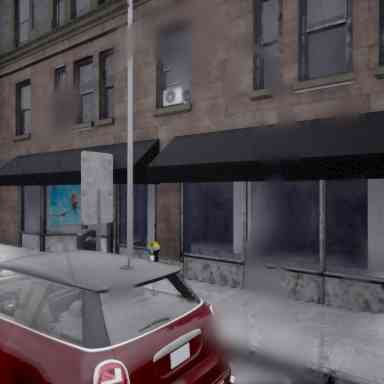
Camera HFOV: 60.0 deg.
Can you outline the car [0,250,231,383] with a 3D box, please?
[{"bbox_3d":[-1.679,1.440,4.011,4.097,1.590,1.967,0,0,36],"label":"car"}]
